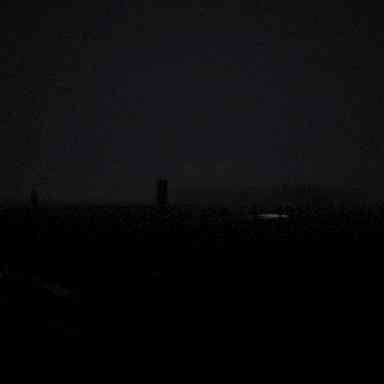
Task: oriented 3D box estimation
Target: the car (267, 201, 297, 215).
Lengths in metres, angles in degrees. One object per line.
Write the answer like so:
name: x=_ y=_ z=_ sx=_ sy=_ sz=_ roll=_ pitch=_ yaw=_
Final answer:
car: x=10.491 y=1.827 z=38.546 sx=1.812 sy=1.442 sz=4.674 roll=0 pitch=0 yaw=42
